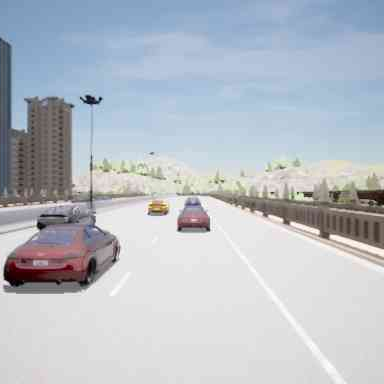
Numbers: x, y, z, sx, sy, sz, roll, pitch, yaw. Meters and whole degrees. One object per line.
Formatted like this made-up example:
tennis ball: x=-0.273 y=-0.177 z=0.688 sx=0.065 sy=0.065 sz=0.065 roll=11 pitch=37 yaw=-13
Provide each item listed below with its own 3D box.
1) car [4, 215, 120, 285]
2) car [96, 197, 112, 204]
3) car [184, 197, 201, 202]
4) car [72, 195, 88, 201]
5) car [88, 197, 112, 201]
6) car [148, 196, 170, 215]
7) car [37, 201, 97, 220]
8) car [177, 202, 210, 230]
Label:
car: x=-3.397 y=1.565 z=9.478 sx=1.994 sy=1.385 sz=4.181 roll=0 pitch=0 yaw=0
car: x=-17.414 y=1.600 z=65.919 sx=1.895 sy=1.301 sz=4.718 roll=0 pitch=0 yaw=1
car: x=0.111 y=1.354 z=42.056 sx=2.097 sy=1.767 sz=4.553 roll=0 pitch=0 yaw=0
car: x=-20.959 y=1.358 z=62.964 sx=2.097 sy=1.767 sz=4.553 roll=0 pitch=0 yaw=0
car: x=-14.045 y=1.508 z=51.291 sx=1.837 sy=1.490 sz=4.892 roll=0 pitch=0 yaw=0
car: x=-3.392 y=1.479 z=34.555 sx=1.882 sy=1.535 sz=5.008 roll=0 pitch=0 yaw=0
car: x=-6.895 y=1.493 z=18.665 sx=2.128 sy=1.511 sz=4.902 roll=0 pitch=0 yaw=0
car: x=0.104 y=1.565 z=20.929 sx=1.994 sy=1.385 sz=4.181 roll=0 pitch=0 yaw=0
